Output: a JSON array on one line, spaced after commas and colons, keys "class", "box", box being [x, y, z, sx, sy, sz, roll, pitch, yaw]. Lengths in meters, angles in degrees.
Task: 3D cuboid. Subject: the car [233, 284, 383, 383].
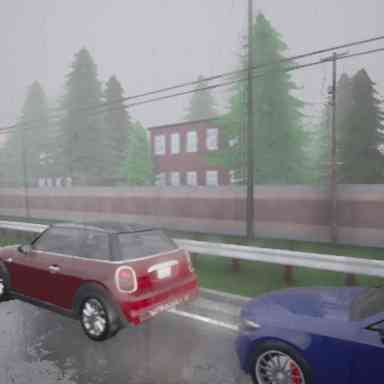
[{"class": "car", "box": [2.672, 1.529, 3.250, 4.674, 1.442, 1.812, 0, 0, 36]}]

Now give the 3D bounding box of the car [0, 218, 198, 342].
[{"class": "car", "box": [-2.182, 1.347, 6.725, 4.553, 1.767, 2.097, 0, 0, 36]}]
